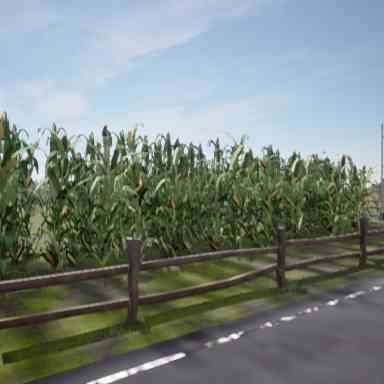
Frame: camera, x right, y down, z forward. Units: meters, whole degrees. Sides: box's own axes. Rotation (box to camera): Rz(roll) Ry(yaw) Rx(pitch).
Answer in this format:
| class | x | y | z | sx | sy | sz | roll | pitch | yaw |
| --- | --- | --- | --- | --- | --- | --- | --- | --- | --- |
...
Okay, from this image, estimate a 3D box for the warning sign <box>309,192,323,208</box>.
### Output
| class | x | y | z | sx | sy | sz | roll | pitch | yaw |
| --- | --- | --- | --- | --- | --- | --- | --- | --- | --- |
| warning sign | 14.903 | 0.964 | 39.887 | 1.300 | 1.860 | 1.060 | -1 | 0 | -36 |
